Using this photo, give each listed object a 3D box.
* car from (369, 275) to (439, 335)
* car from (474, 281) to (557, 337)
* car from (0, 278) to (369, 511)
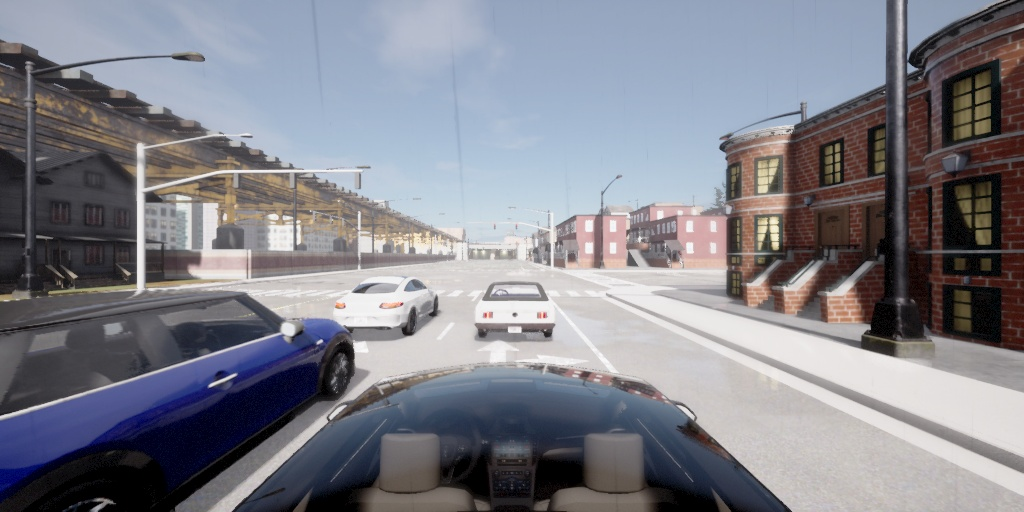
[{"bbox_3d":[-3.396,1.276,10.331,1.812,1.442,4.674,0,0,0],"label":"car"},{"bbox_3d":[0.106,1.351,10.223,1.895,1.301,4.718,0,0,1],"label":"car"},{"bbox_3d":[-3.399,1.103,3.528,2.097,1.767,4.553,0,0,0],"label":"car"}]
